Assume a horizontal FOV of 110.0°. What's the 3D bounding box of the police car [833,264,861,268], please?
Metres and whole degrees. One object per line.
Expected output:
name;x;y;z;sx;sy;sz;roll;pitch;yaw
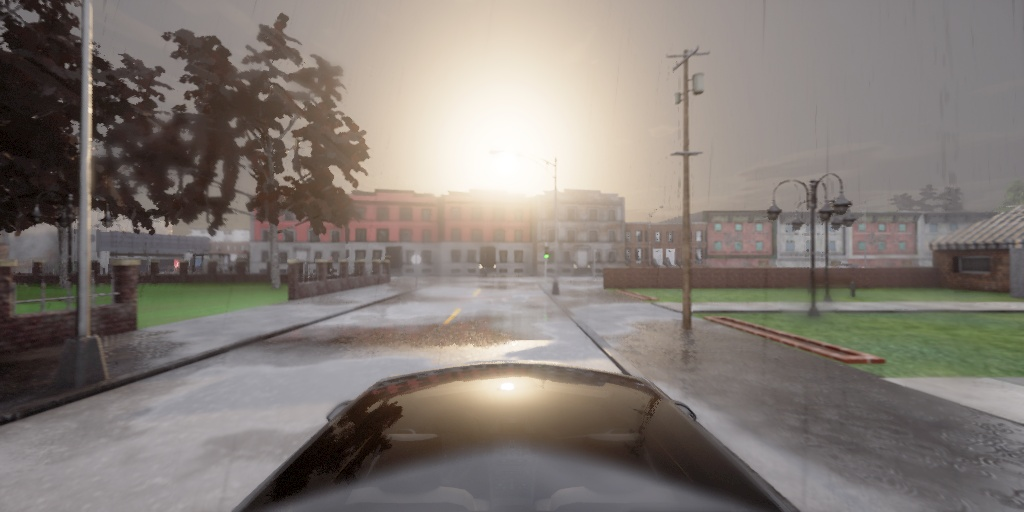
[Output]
police car;36.524;1.661;39.494;4.974;1.542;2.038;0;-1;0
